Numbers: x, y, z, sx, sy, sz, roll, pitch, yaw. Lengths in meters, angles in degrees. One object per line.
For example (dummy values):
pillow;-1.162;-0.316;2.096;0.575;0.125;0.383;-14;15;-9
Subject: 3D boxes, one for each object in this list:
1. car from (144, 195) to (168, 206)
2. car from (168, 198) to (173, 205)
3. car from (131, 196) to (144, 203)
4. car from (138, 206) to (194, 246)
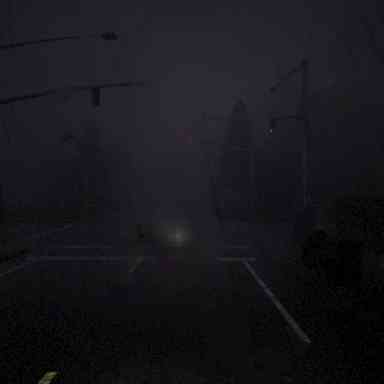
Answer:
car;-5.903;1.447;53.978;2.150;2.045;5.566;0;0;-15
car;-5.142;1.810;62.755;2.033;1.411;5.357;0;0;-24
car;-12.500;1.745;74.605;5.008;1.535;1.882;0;0;42
car;-1.297;1.591;15.586;1.812;1.442;4.674;0;0;-19
